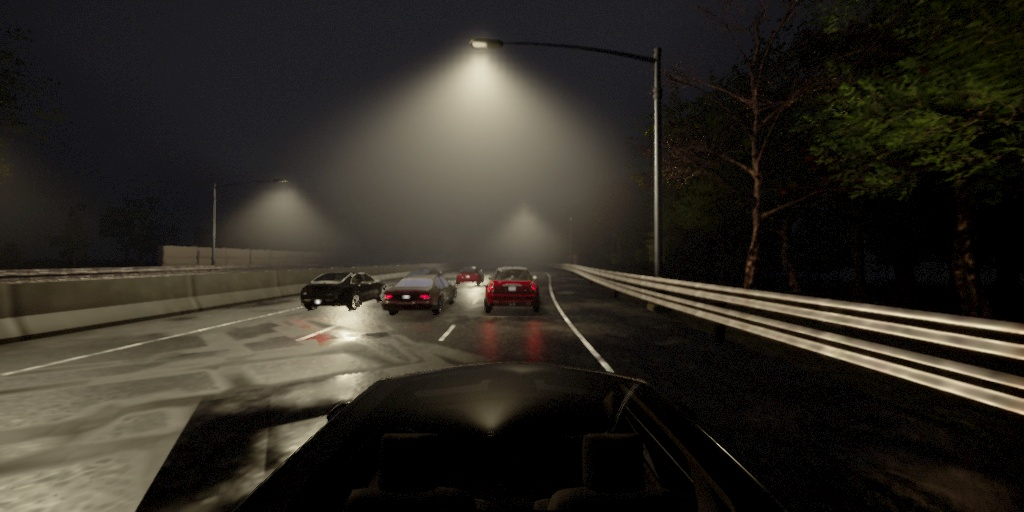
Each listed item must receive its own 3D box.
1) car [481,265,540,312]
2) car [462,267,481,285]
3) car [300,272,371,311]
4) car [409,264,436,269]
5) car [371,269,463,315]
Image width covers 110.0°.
[{"bbox_3d":[0.028,1.245,15.264,2.097,1.767,4.553,0,-1,1],"label":"car"},{"bbox_3d":[-3.465,1.623,30.230,1.994,1.385,4.181,0,-1,0],"label":"car"},{"bbox_3d":[-6.972,1.402,15.346,1.837,1.490,4.892,0,0,1],"label":"car"},{"bbox_3d":[-6.979,1.597,29.369,2.033,1.411,5.357,0,-1,0],"label":"car"},{"bbox_3d":[-3.485,1.432,14.371,2.033,1.411,5.357,0,-1,0],"label":"car"}]
